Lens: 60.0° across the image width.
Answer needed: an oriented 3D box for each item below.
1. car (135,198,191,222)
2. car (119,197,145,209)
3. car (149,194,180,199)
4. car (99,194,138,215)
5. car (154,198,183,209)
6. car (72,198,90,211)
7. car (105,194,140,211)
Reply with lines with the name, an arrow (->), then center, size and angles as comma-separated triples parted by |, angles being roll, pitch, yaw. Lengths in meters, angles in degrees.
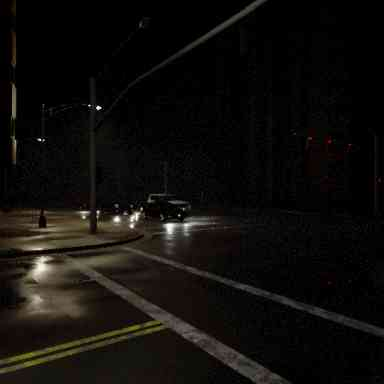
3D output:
car -> -2.381, 1.505, 26.534 | 1.837, 1.490, 4.892 | 0, 0, -36
car -> -8.511, 1.526, 47.099 | 1.812, 1.442, 4.674 | 0, 0, -36
car -> -2.390, 1.221, 32.491 | 2.150, 2.045, 5.566 | 0, 0, -36
car -> -7.712, 1.352, 33.847 | 2.097, 1.767, 4.553 | 0, 0, -36
car -> -3.338, 1.526, 45.947 | 1.812, 1.442, 4.674 | 0, 0, -36
car -> -13.670, 1.478, 42.070 | 1.882, 1.535, 5.008 | 0, 0, -36
car -> -8.707, 1.221, 41.170 | 2.150, 2.045, 5.566 | 0, 0, -36
